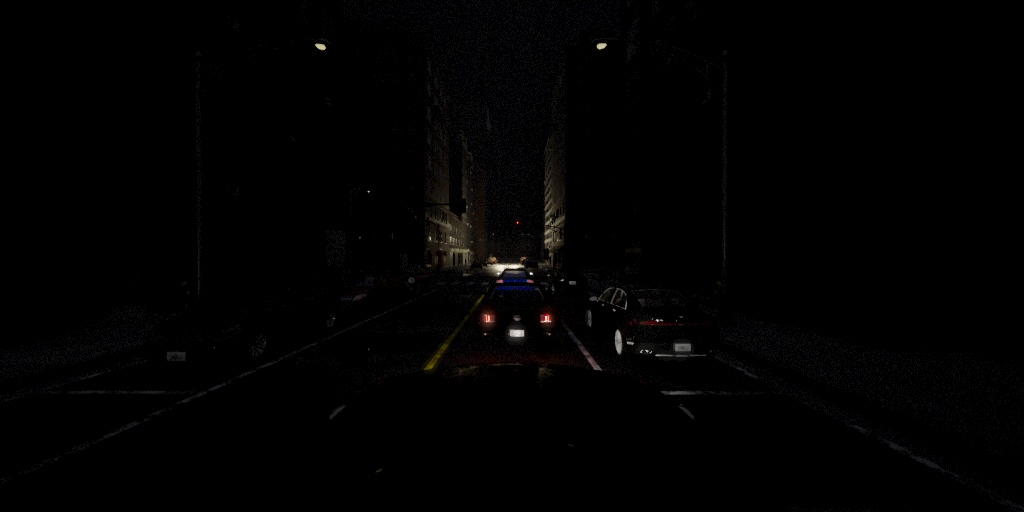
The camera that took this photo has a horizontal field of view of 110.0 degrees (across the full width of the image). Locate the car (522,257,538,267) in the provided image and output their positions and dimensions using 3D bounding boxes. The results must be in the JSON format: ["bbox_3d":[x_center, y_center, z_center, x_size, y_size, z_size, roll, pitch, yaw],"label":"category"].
[{"bbox_3d":[3.057,1.225,56.283,1.967,1.591,4.097,0,0,0],"label":"car"}]

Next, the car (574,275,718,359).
[{"bbox_3d":[2.876,1.300,8.192,2.007,1.370,4.403,0,0,0],"label":"car"}]

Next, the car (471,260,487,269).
[{"bbox_3d":[-5.468,1.368,56.322,1.802,1.307,4.207,0,0,0],"label":"car"}]

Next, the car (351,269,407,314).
[{"bbox_3d":[-5.633,1.332,13.719,1.802,1.307,4.207,0,0,0],"label":"car"}]

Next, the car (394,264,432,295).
[{"bbox_3d":[-5.616,1.190,19.220,1.967,1.591,4.097,0,0,0],"label":"car"}]

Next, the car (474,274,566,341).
[{"bbox_3d":[0.120,1.351,9.816,1.895,1.301,4.718,0,0,0],"label":"car"}]

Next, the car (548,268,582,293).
[{"bbox_3d":[2.909,1.316,19.194,1.948,1.339,4.313,0,0,0],"label":"car"}]

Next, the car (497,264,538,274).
[{"bbox_3d":[0.148,1.315,18.576,1.994,1.385,4.181,0,0,1],"label":"car"}]

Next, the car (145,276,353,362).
[{"bbox_3d":[-5.649,1.316,8.218,1.948,1.339,4.313,0,0,0],"label":"car"}]
